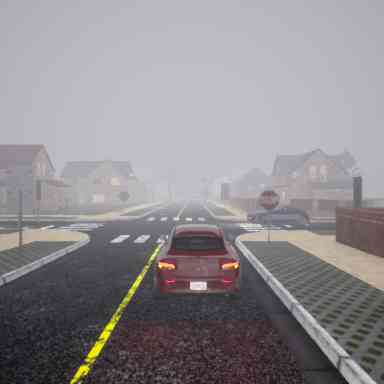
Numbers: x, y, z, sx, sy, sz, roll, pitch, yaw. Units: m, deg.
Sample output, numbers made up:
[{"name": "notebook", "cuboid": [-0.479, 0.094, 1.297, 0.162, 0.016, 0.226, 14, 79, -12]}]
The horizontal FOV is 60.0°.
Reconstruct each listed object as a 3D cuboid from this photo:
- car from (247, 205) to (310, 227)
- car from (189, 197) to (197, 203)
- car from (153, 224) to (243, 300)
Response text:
[{"name": "car", "cuboid": [5.923, 1.614, 23.003, 4.181, 1.385, 1.994, 0, 0, -6]}, {"name": "car", "cuboid": [0.182, 1.807, 75.308, 2.033, 1.411, 5.357, 0, 0, 0]}, {"name": "car", "cuboid": [0.124, 1.526, 8.294, 1.812, 1.442, 4.674, 0, 0, 0]}]
